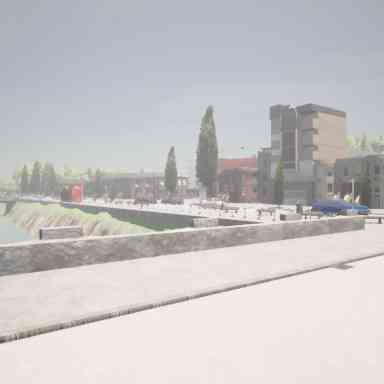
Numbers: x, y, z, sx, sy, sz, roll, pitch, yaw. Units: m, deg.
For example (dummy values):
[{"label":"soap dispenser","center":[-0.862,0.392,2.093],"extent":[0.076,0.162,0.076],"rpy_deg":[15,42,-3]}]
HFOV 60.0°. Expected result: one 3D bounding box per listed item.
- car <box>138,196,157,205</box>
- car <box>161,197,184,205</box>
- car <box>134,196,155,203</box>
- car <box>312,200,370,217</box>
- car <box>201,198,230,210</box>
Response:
[{"label":"car","center":[-7.993,1.547,59.329],"extent":[1.837,1.490,4.892],"rpy_deg":[0,0,-36]},{"label":"car","center":[-3.626,1.547,60.287],"extent":[2.033,1.411,5.357],"rpy_deg":[0,0,-36]},{"label":"car","center":[-9.838,1.546,68.948],"extent":[2.033,1.411,5.357],"rpy_deg":[0,0,-36]},{"label":"car","center":[13.177,1.478,29.657],"extent":[1.882,1.535,5.008],"rpy_deg":[0,0,-36]},{"label":"car","center":[2.966,1.525,43.885],"extent":[1.812,1.442,4.674],"rpy_deg":[0,0,-36]}]
